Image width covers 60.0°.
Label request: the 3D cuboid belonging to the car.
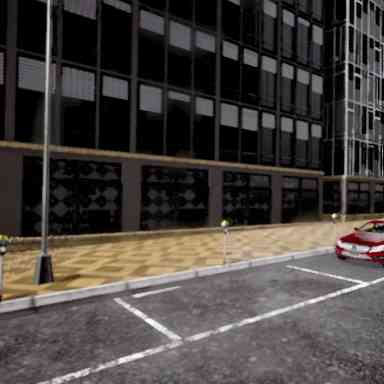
[{"bbox_3d":[6.588,1.606,11.247,4.206,1.307,1.802,0,1,-35],"label":"car"}]
